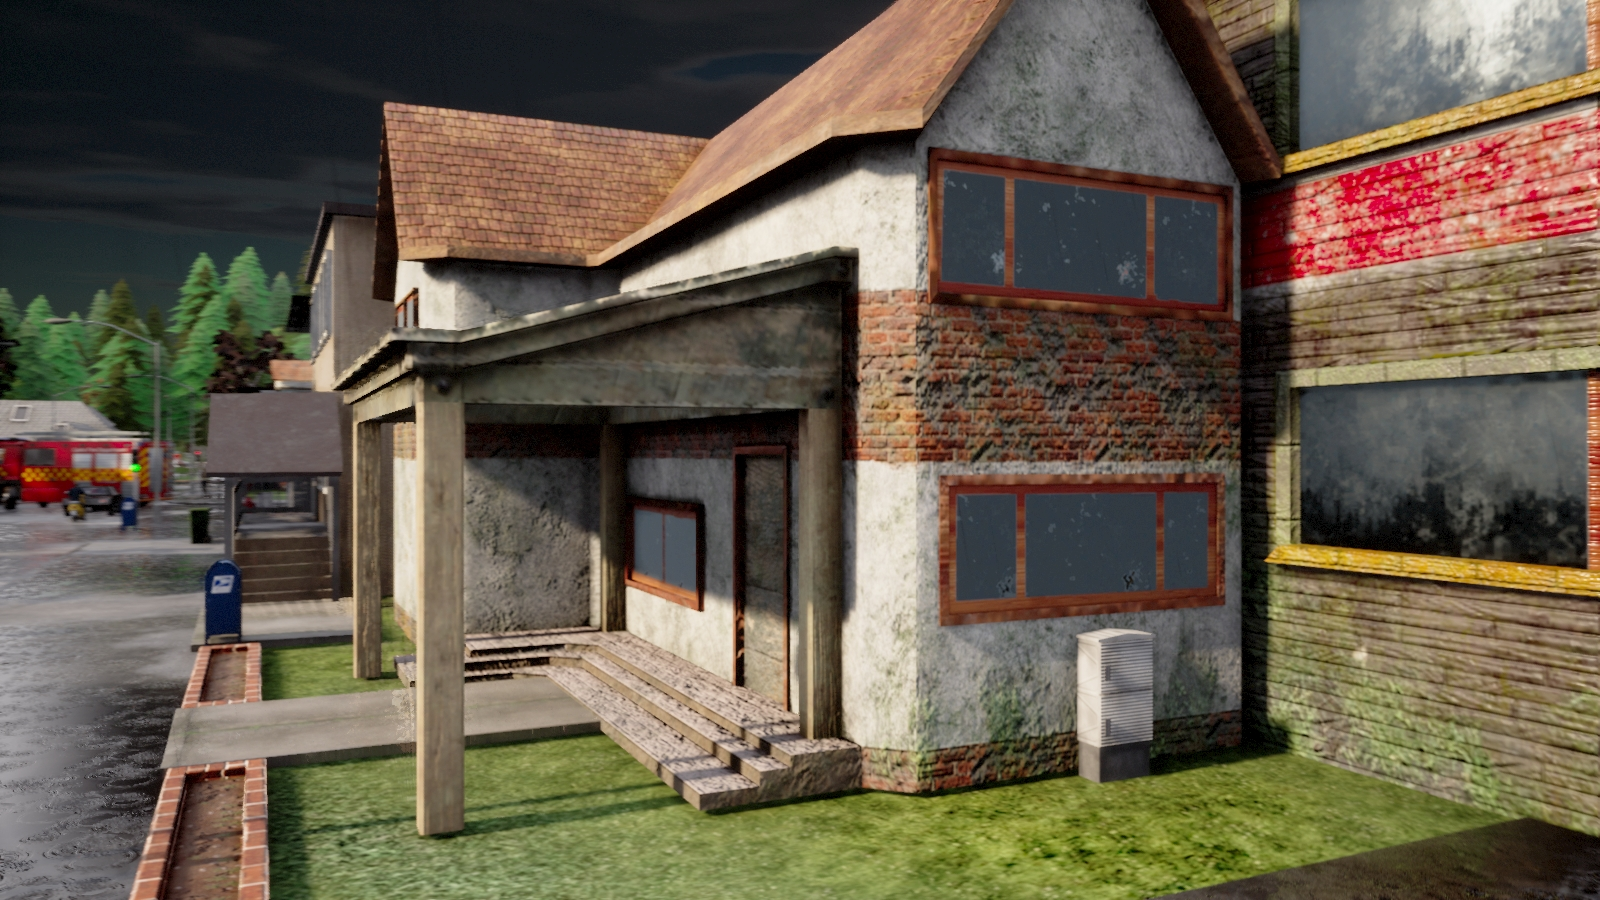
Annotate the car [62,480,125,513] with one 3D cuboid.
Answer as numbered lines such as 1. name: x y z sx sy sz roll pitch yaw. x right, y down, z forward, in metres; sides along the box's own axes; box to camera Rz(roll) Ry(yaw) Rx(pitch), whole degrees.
1. car: -31.709 2.044 51.360 1.895 1.301 4.718 0 0 -25

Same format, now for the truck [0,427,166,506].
1. truck: -36.752 0.794 57.206 8.468 3.827 2.891 0 0 2

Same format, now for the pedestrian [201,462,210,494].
1. pedestrian: -35.038 1.653 67.317 0.375 1.860 0.375 0 0 -6
